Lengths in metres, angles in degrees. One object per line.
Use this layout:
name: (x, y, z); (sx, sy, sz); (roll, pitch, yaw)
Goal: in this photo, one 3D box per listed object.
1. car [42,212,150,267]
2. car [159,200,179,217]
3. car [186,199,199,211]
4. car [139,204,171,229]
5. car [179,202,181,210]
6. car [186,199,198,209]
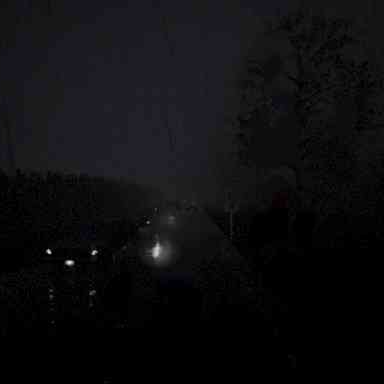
car: (-3.258, 1.679, 12.224); (2.033, 1.411, 5.357); (0, -1, 6)
car: (-2.831, 1.715, 35.943); (2.097, 1.767, 4.553); (0, -1, 0)
car: (0.063, 2.077, 48.121); (1.895, 1.301, 4.718); (0, -1, 1)
car: (-2.843, 1.811, 23.701); (1.994, 1.385, 4.181); (0, -1, 0)
car: (-2.743, 2.008, 52.510); (2.128, 1.511, 4.902); (0, -1, 0)
car: (0.017, 2.042, 58.145); (1.882, 1.535, 5.008); (0, 0, 0)
